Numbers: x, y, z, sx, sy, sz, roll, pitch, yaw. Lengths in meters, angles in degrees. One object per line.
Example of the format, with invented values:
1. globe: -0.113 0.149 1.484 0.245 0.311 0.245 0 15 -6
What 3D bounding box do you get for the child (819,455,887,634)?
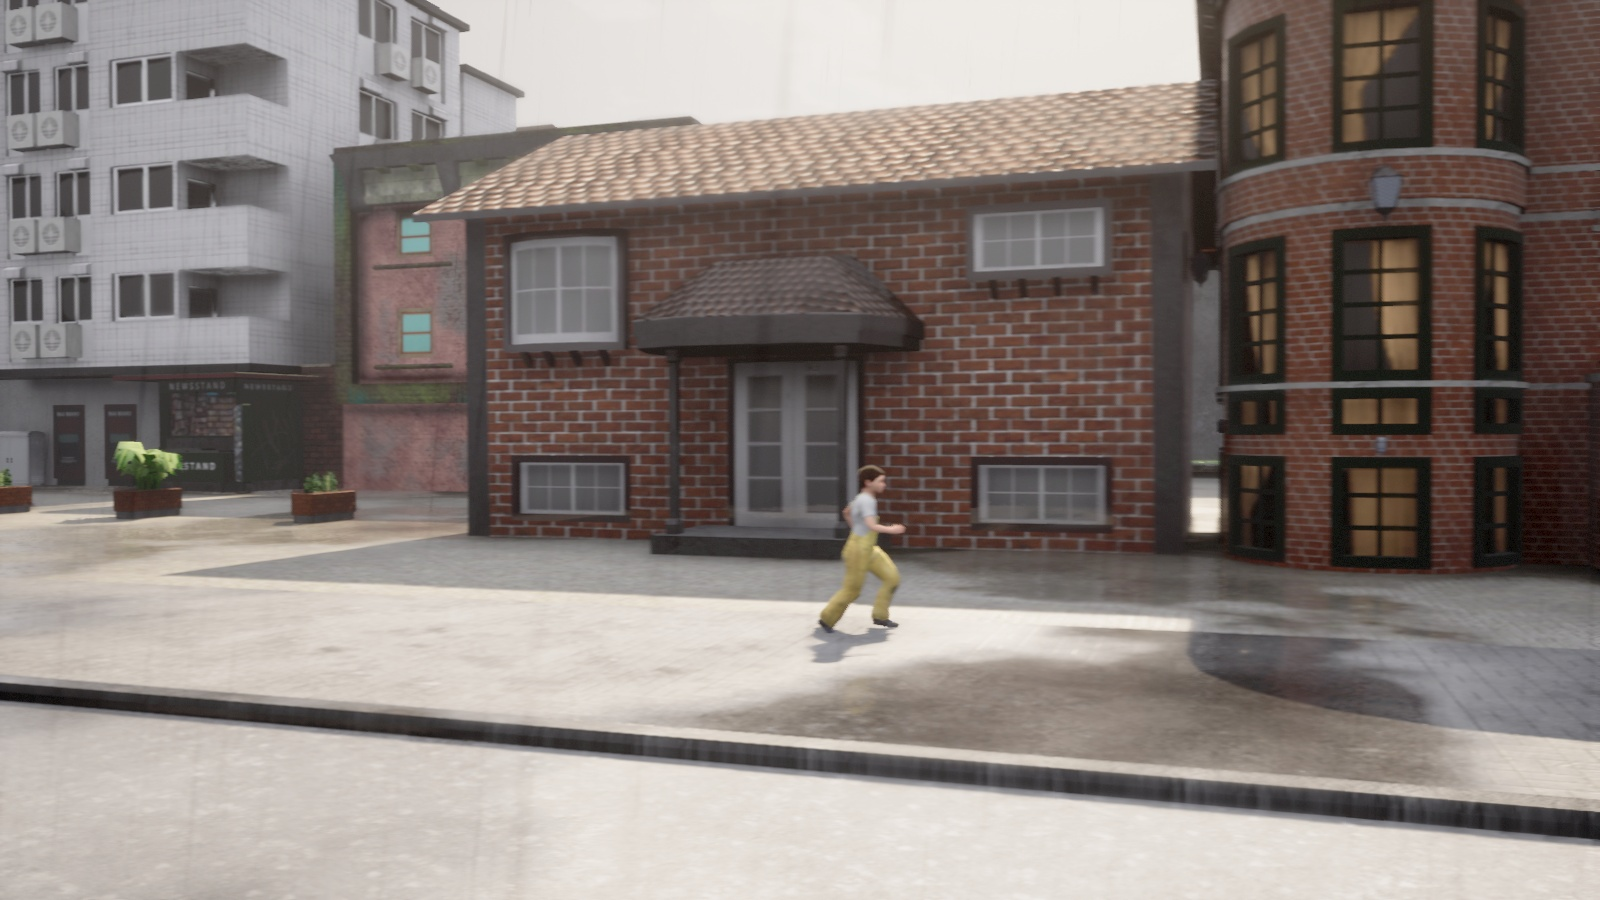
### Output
1. child: 0.387 0.670 9.095 0.437 1.263 0.270 0 1 14
